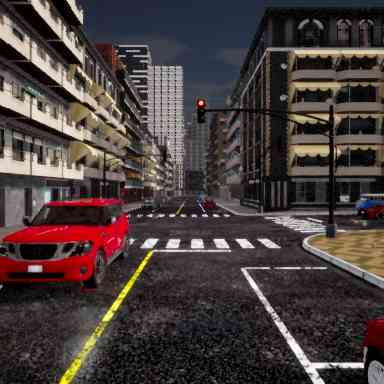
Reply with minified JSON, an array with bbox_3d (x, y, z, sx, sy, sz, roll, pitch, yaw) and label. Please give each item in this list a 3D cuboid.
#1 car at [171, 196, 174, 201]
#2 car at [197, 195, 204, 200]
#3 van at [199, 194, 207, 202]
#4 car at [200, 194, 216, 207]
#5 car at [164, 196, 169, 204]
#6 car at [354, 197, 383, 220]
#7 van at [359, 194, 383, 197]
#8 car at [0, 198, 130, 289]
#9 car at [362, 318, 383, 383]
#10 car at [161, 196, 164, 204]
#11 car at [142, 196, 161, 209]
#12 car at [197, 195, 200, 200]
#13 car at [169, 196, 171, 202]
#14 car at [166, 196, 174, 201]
[{"bbox_3d":[-5.831,1.563,78.270,1.752,1.417,4.829,-1,0,0],"label":"car"},{"bbox_3d":[2.521,1.603,95.033,1.887,1.381,4.507,-1,0,0],"label":"car"},{"bbox_3d":[2.547,1.379,78.449,1.690,1.788,3.998,-1,0,0],"label":"van"},{"bbox_3d":[2.596,1.454,50.810,1.967,1.590,4.097,-1,0,0],"label":"car"},{"bbox_3d":[-5.804,1.463,61.857,1.967,1.590,4.097,-1,0,0],"label":"car"},{"bbox_3d":[14.708,1.294,24.816,4.181,1.385,1.994,-1,0,-1],"label":"car"},{"bbox_3d":[15.596,1.035,27.404,3.998,1.788,1.690,-1,1,-1],"label":"van"},{"bbox_3d":[-3.227,1.223,9.536,2.150,2.045,5.566,0,0,-1],"label":"car"},{"bbox_3d":[2.681,1.544,1.811,1.887,1.381,4.507,0,0,0],"label":"car"},{"bbox_3d":[-5.783,1.580,50.801,1.947,1.339,4.313,0,0,0],"label":"car"},{"bbox_3d":[-5.773,1.561,45.273,2.008,1.369,4.403,0,0,0],"label":"car"},{"bbox_3d":[2.569,1.578,67.394,2.008,1.369,4.403,-1,0,0],"label":"car"},{"bbox_3d":[-5.812,1.609,67.385,1.802,1.307,4.206,-1,0,0],"label":"car"},{"bbox_3d":[-5.850,1.633,89.496,1.802,1.307,4.206,-1,0,0],"label":"car"}]
